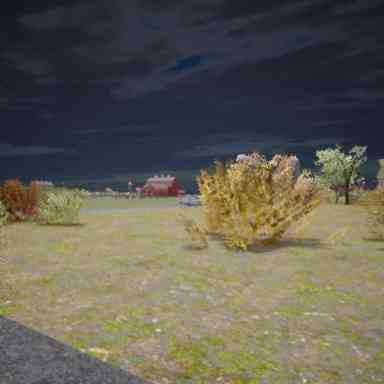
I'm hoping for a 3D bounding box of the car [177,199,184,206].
[{"bbox_3d":[-0.859,1.840,65.106,2.097,1.767,4.553,-1,-1,36],"label":"car"}]

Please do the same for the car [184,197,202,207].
[{"bbox_3d":[1.025,1.988,61.657,1.994,1.385,4.181,-1,-1,36],"label":"car"}]
